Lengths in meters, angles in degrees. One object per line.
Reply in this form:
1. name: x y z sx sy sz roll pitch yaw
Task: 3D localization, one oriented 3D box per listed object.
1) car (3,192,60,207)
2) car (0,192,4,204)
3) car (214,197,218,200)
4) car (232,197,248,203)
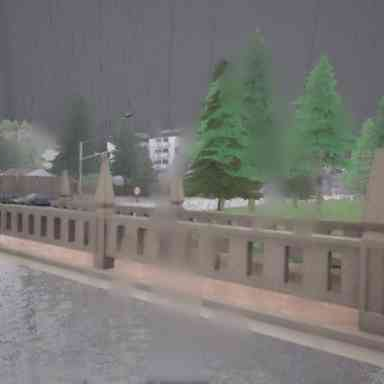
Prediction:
1. car: -14.590 0.801 31.913 2.033 1.411 5.357 2 1 38
2. car: -18.643 0.706 32.380 2.033 1.411 5.357 2 1 37
3. car: 5.493 0.974 52.352 1.895 1.301 4.718 2 1 38
4. car: 8.385 0.958 50.369 2.128 1.511 4.902 2 1 38
